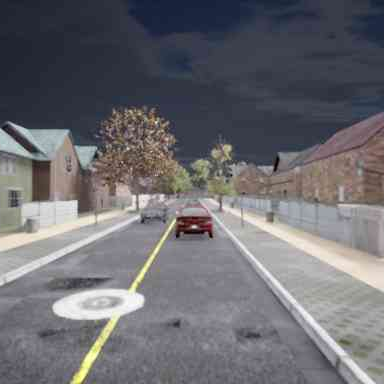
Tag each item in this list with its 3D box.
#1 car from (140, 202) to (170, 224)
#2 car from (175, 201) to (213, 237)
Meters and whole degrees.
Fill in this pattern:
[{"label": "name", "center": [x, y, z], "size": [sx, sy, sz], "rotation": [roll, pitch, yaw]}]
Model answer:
[{"label": "car", "center": [-2.750, 1.524, 25.275], "size": [1.837, 1.490, 4.892], "rotation": [0, 0, 0]}, {"label": "car", "center": [0.107, 1.487, 18.064], "size": [1.882, 1.535, 5.008], "rotation": [0, 0, 0]}]
